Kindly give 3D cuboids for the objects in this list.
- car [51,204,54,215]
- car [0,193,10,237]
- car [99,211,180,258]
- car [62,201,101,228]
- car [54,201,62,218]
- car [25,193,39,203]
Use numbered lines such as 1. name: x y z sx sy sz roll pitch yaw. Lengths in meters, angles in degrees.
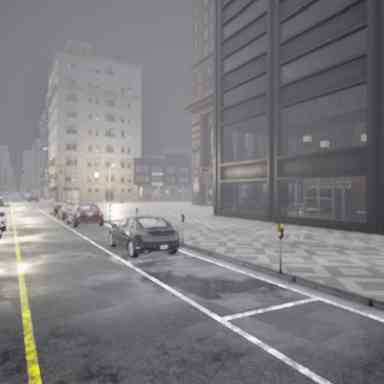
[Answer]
1. car: -12.788 1.571 32.604 1.887 1.381 4.507 0 0 -29
2. car: -12.185 1.238 19.695 2.150 2.045 5.566 0 0 -29
3. car: -1.961 1.572 12.815 2.008 1.369 4.403 0 0 -29
4. car: -7.374 1.465 22.710 1.967 1.590 4.097 0 0 -29
5. car: -10.082 1.607 27.657 1.802 1.307 4.206 0 0 -29
6. car: -33.874 1.285 71.148 2.192 1.841 5.009 0 0 -29
